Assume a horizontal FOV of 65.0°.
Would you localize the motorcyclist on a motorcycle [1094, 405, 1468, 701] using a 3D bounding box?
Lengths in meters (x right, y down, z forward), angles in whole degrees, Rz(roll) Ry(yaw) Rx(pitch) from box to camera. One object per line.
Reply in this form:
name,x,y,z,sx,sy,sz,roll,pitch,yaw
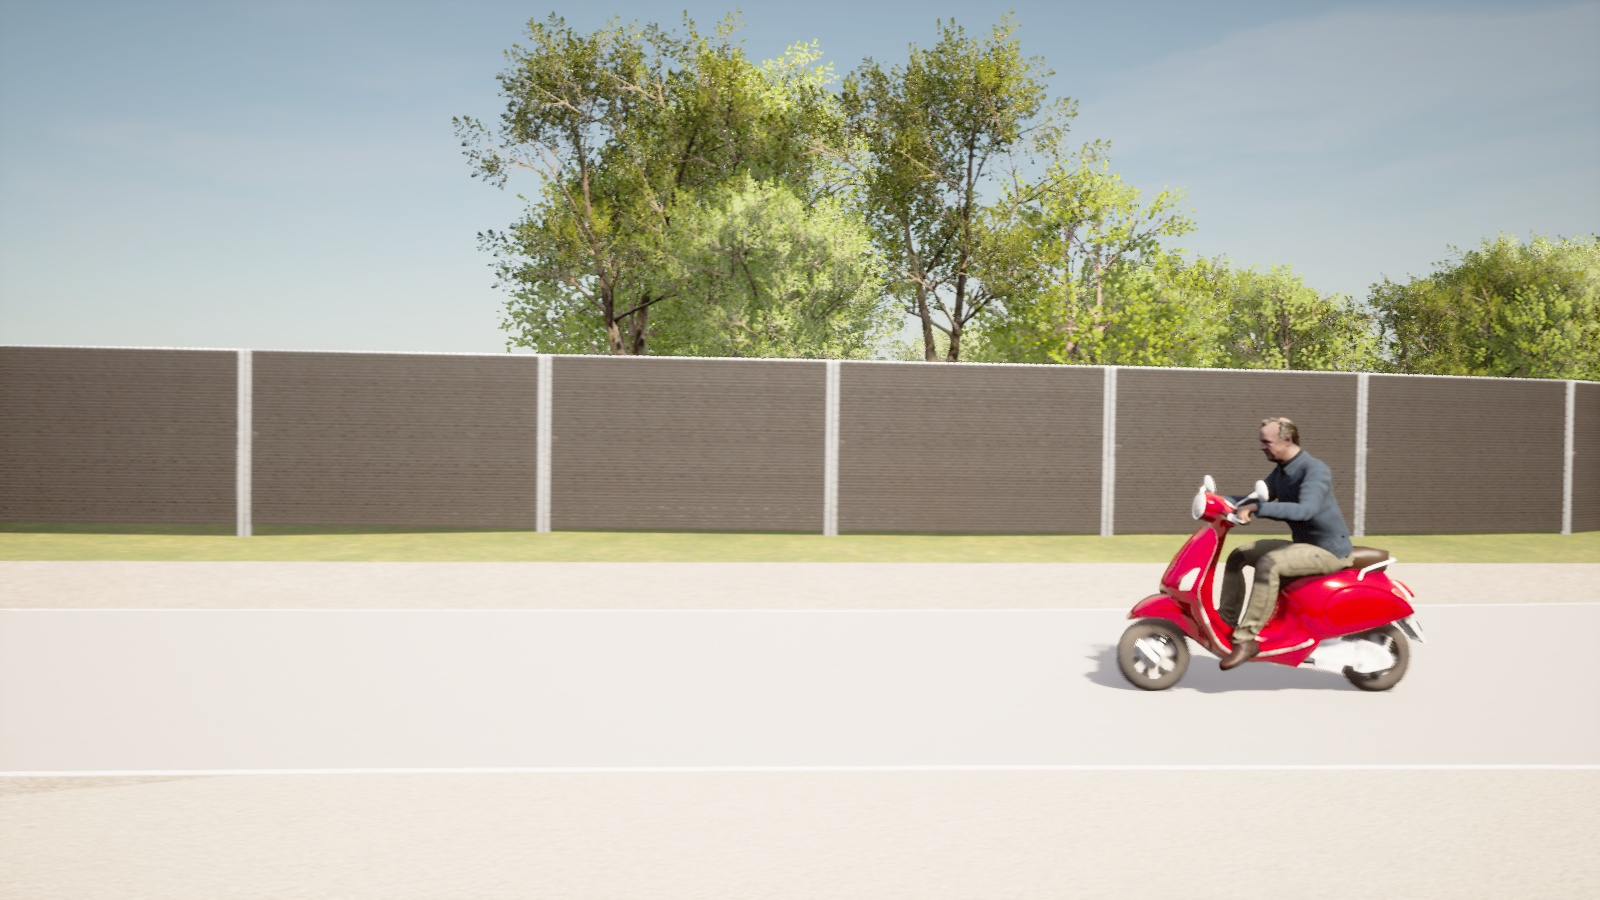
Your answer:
motorcyclist on a motorcycle,2.724,0.547,7.258,1.817,1.590,0.866,0,1,-4
